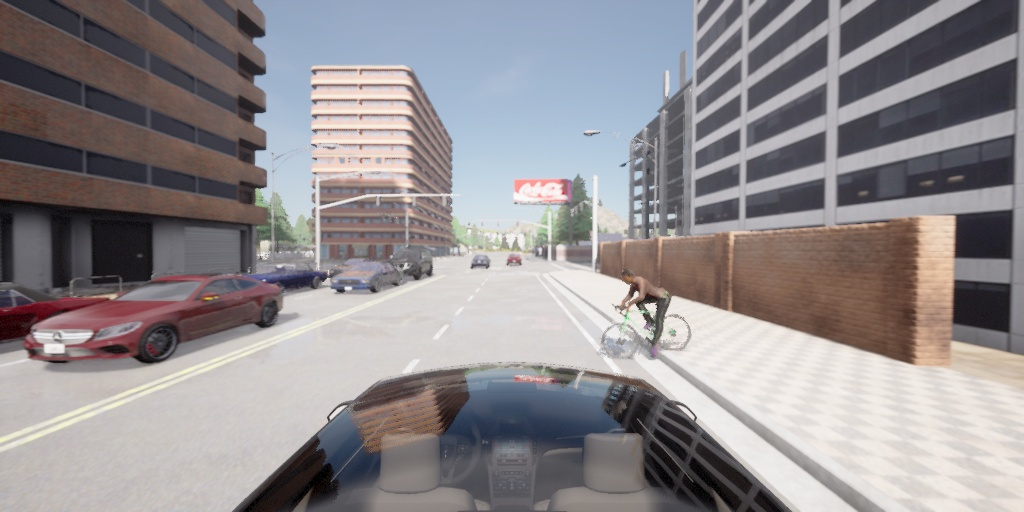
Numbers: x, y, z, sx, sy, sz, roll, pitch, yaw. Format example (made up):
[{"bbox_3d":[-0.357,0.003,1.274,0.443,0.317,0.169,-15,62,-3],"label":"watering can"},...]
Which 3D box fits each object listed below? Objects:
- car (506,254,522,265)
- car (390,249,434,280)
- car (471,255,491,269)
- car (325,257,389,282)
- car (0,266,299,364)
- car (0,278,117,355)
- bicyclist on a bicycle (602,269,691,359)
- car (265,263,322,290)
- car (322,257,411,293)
[{"bbox_3d":[0.282,0.413,45.836,1.812,1.442,4.674,0,1,0],"label":"car"},{"bbox_3d":[-6.906,0.540,24.556,2.150,2.045,5.566,0,1,0],"label":"car"},{"bbox_3d":[-3.260,0.573,38.185,2.033,1.411,5.357,0,1,0],"label":"car"},{"bbox_3d":[-10.407,0.827,24.607,2.033,1.411,5.357,0,1,0],"label":"car"},{"bbox_3d":[-7.068,1.131,7.876,1.812,1.442,4.674,0,1,0],"label":"car"},{"bbox_3d":[-10.585,1.224,6.377,1.895,1.301,4.718,0,1,0],"label":"car"},{"bbox_3d":[2.387,1.026,6.551,1.656,1.620,0.582,-9,1,0],"label":"bicyclist on a bicycle"},{"bbox_3d":[-10.519,1.029,16.356,1.895,1.301,4.718,0,1,0],"label":"car"},{"bbox_3d":[-7.003,0.954,18.056,2.033,1.411,5.357,0,1,1],"label":"car"}]
